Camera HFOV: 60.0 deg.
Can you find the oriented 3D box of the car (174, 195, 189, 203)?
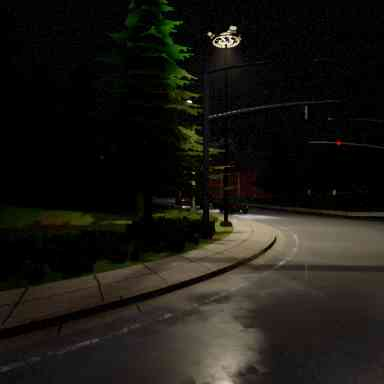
[{"bbox_3d":[-2.276,1.500,70.999,2.128,1.511,4.902,0,0,-17],"label":"car"}]

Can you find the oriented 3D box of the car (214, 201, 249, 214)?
[{"bbox_3d":[4.354,1.601,35.633,1.895,1.301,4.718,0,0,-15],"label":"car"}]

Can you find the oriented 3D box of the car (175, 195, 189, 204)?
[{"bbox_3d":[-1.202,1.352,55.210,2.097,1.767,4.553,0,0,-17],"label":"car"}]

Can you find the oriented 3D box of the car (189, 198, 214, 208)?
[{"bbox_3d":[1.674,1.221,45.322,2.150,2.045,5.566,0,0,-16],"label":"car"}]
